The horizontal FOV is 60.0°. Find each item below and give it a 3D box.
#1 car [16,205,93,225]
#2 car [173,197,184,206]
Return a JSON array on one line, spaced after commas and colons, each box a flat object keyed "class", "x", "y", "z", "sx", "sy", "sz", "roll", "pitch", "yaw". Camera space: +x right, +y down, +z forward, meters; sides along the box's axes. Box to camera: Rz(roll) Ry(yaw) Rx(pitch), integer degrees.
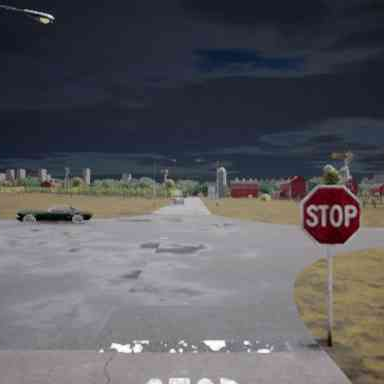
[{"class": "car", "x": -9.220, "y": 1.501, "z": 22.437, "sx": 4.718, "sy": 1.301, "sz": 1.895, "roll": 2, "pitch": -1, "yaw": -24}, {"class": "car", "x": -2.346, "y": 1.642, "z": 58.772, "sx": 1.812, "sy": 1.442, "sz": 4.674, "roll": 0, "pitch": 0, "yaw": 1}]
